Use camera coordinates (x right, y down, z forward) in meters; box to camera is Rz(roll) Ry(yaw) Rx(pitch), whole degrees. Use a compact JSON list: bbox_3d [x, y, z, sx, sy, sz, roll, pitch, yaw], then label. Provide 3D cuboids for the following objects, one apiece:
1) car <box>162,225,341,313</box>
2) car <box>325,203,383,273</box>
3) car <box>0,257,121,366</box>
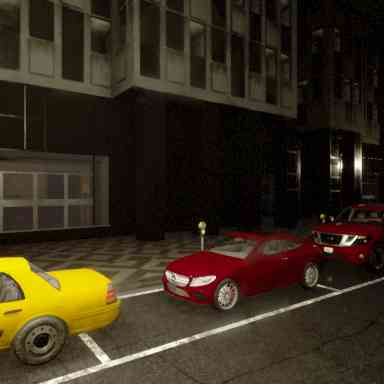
[{"bbox_3d":[1.331,1.581,7.593,4.206,1.307,1.802,0,0,-35],"label":"car"},{"bbox_3d":[5.897,1.314,10.839,5.009,1.841,2.192,0,0,-35],"label":"car"},{"bbox_3d":[-3.374,1.525,4.249,4.829,1.417,1.752,0,0,-35],"label":"car"}]
